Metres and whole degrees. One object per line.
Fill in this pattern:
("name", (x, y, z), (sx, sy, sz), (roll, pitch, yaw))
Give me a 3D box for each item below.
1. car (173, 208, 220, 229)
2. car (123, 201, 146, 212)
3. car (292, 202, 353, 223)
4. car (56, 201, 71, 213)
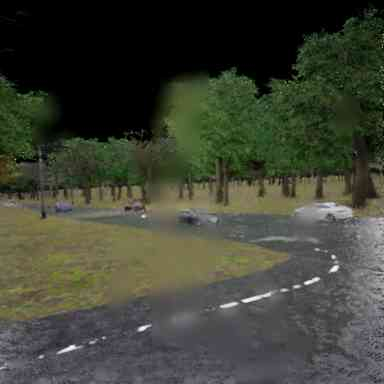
("car", (0.278, 2.075, 27.290), (2.128, 1.511, 4.902), (-4, 1, -36))
("car", (-9.110, 2.193, 52.170), (2.097, 1.767, 4.553), (-4, 1, -36))
("car", (10.009, 1.538, 25.768), (1.812, 1.442, 4.674), (-4, 1, -36))
("car", (-24.078, 2.807, 62.116), (2.150, 2.045, 5.566), (-4, 1, -30))
